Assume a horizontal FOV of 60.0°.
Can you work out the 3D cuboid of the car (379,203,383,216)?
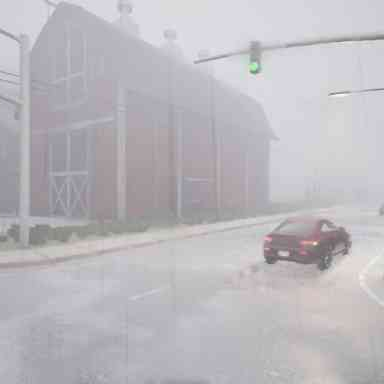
[{"bbox_3d":[19.628,1.580,32.480,1.994,1.385,4.181,0,0,36],"label":"car"}]

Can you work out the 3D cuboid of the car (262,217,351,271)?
[{"bbox_3d":[3.913,1.546,11.069,1.812,1.442,4.674,0,0,36],"label":"car"}]

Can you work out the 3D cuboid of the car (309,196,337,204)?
[{"bbox_3d":[21.949,1.480,56.447,4.892,1.490,1.837,0,0,40],"label":"car"}]
